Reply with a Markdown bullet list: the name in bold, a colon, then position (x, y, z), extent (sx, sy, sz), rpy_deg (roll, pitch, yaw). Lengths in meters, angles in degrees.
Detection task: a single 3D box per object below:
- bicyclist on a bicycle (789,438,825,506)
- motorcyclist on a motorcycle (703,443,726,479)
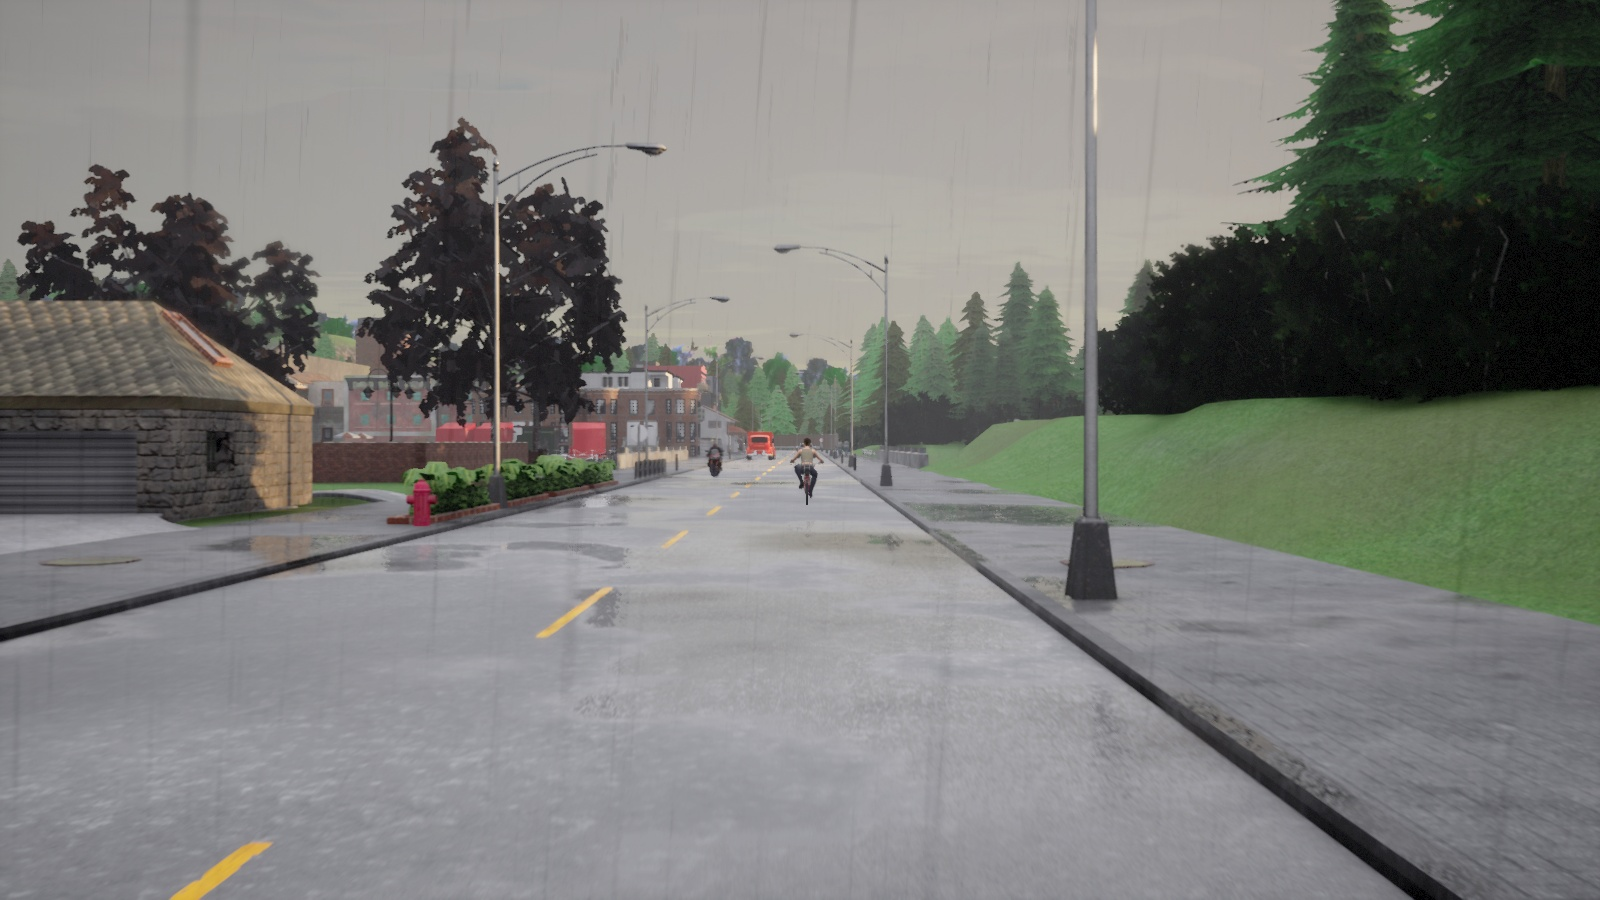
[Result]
- **bicyclist on a bicycle**: position (0.169, 0.510, 30.635), extent (0.866, 1.612, 1.509), rpy_deg (0, 0, 0)
- **motorcyclist on a motorcycle**: position (-3.715, 0.469, 54.847), extent (0.866, 1.530, 2.191), rpy_deg (0, 0, 0)
